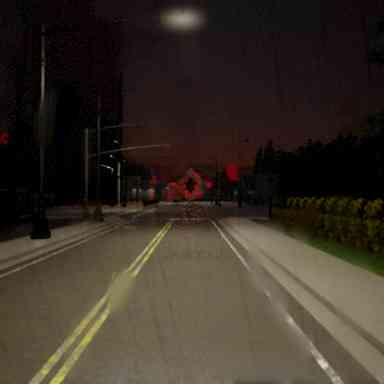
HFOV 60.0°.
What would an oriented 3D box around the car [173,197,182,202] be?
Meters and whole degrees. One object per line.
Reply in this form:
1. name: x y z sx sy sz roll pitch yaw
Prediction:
1. car: -3.560 1.955 82.095 1.882 1.535 5.008 0 -1 0
